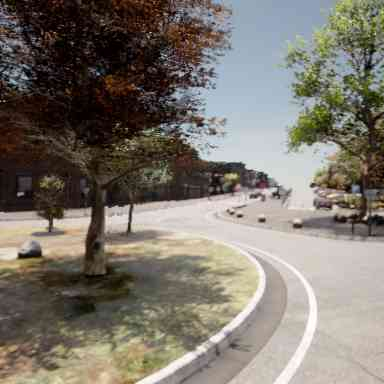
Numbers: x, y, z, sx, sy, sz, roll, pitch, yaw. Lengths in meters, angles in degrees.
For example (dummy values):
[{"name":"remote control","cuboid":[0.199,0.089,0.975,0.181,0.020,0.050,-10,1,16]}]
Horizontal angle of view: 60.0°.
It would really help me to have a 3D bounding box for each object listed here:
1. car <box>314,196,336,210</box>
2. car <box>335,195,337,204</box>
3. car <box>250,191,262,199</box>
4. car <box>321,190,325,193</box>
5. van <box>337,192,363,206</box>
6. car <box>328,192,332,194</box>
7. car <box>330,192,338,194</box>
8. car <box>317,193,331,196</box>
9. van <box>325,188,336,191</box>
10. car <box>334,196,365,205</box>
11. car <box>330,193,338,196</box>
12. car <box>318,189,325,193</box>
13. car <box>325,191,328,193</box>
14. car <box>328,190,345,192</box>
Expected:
[{"name":"car","cuboid":[18.459,1.700,46.271,1.837,1.490,4.892,1,0,18]},{"name":"car","cuboid":[26.153,1.589,53.675,4.792,1.488,2.163,0,1,18]},{"name":"car","cuboid":[15.546,0.881,82.622,1.837,1.490,4.892,0,1,18]},{"name":"car","cuboid":[35.330,0.890,82.785,4.792,1.488,2.163,0,1,18]},{"name":"van","cuboid":[25.174,1.398,51.070,4.442,1.987,1.878,0,1,18]},{"name":"car","cuboid":[29.488,1.302,64.260,5.008,1.535,2.097,0,1,18]},{"name":"car","cuboid":[28.637,1.367,61.619,4.892,1.521,2.231,0,1,18]},{"name":"car","cuboid":[21.476,1.521,55.847,2.128,1.511,4.902,0,1,18]},{"name":"van","cuboid":[33.790,0.761,77.446,4.442,1.987,1.878,0,1,18]},{"name":"car","cuboid":[27.831,1.460,58.965,4.792,1.488,2.163,0,1,18]},{"name":"car","cuboid":[26.787,1.491,56.386,5.366,1.575,1.946,0,1,18]},{"name":"car","cuboid":[36.860,0.731,88.122,5.366,1.575,1.946,0,1,18]},{"name":"car","cuboid":[31.995,1.112,72.198,5.008,1.535,2.097,0,1,18]},{"name":"car","cuboid":[30.351,1.113,66.894,4.553,1.767,2.185,0,1,18]}]
